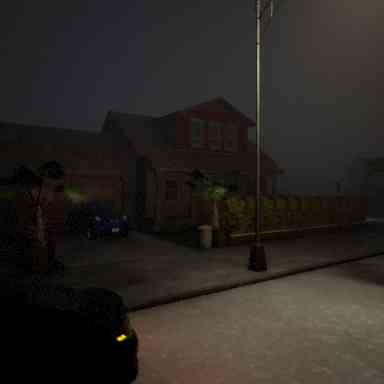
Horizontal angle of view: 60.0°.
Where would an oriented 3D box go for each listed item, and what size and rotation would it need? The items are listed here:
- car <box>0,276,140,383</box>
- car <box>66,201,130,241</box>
[{"bbox_3d":[-2.705,1.526,2.664,4.674,1.442,1.812,0,0,-35],"label":"car"},{"bbox_3d":[-4.134,1.174,14.517,1.845,1.501,3.633,0,0,-38],"label":"car"}]
